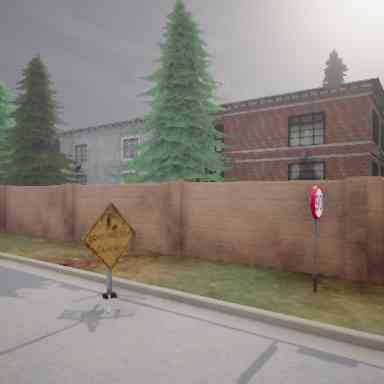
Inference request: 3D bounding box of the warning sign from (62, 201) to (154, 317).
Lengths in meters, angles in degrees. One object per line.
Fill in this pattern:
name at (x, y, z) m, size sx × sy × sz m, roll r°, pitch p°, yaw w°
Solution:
warning sign at (-1.551, 1.115, 6.266) m, size 1.060 × 1.860 × 1.300 m, roll 0°, pitch 0°, yaw 36°
